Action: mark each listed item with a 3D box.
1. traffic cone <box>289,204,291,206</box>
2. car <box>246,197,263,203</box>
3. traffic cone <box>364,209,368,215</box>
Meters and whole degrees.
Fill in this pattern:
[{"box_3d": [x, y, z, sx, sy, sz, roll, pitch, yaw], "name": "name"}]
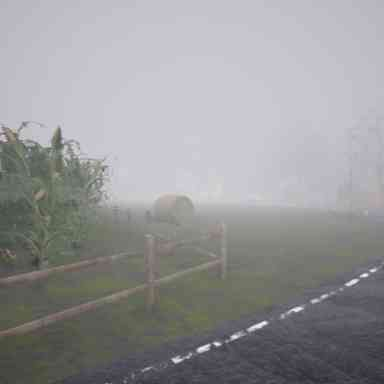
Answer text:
[{"box_3d": [17.091, 2.114, 57.929, 0.340, 0.580, 0.340, 0, 0, -16], "name": "traffic cone"}, {"box_3d": [13.462, 1.728, 72.572, 1.812, 1.442, 4.674, 0, 0, -24], "name": "car"}, {"box_3d": [18.020, 2.056, 34.315, 0.340, 0.580, 0.340, -1, 0, 11], "name": "traffic cone"}]
